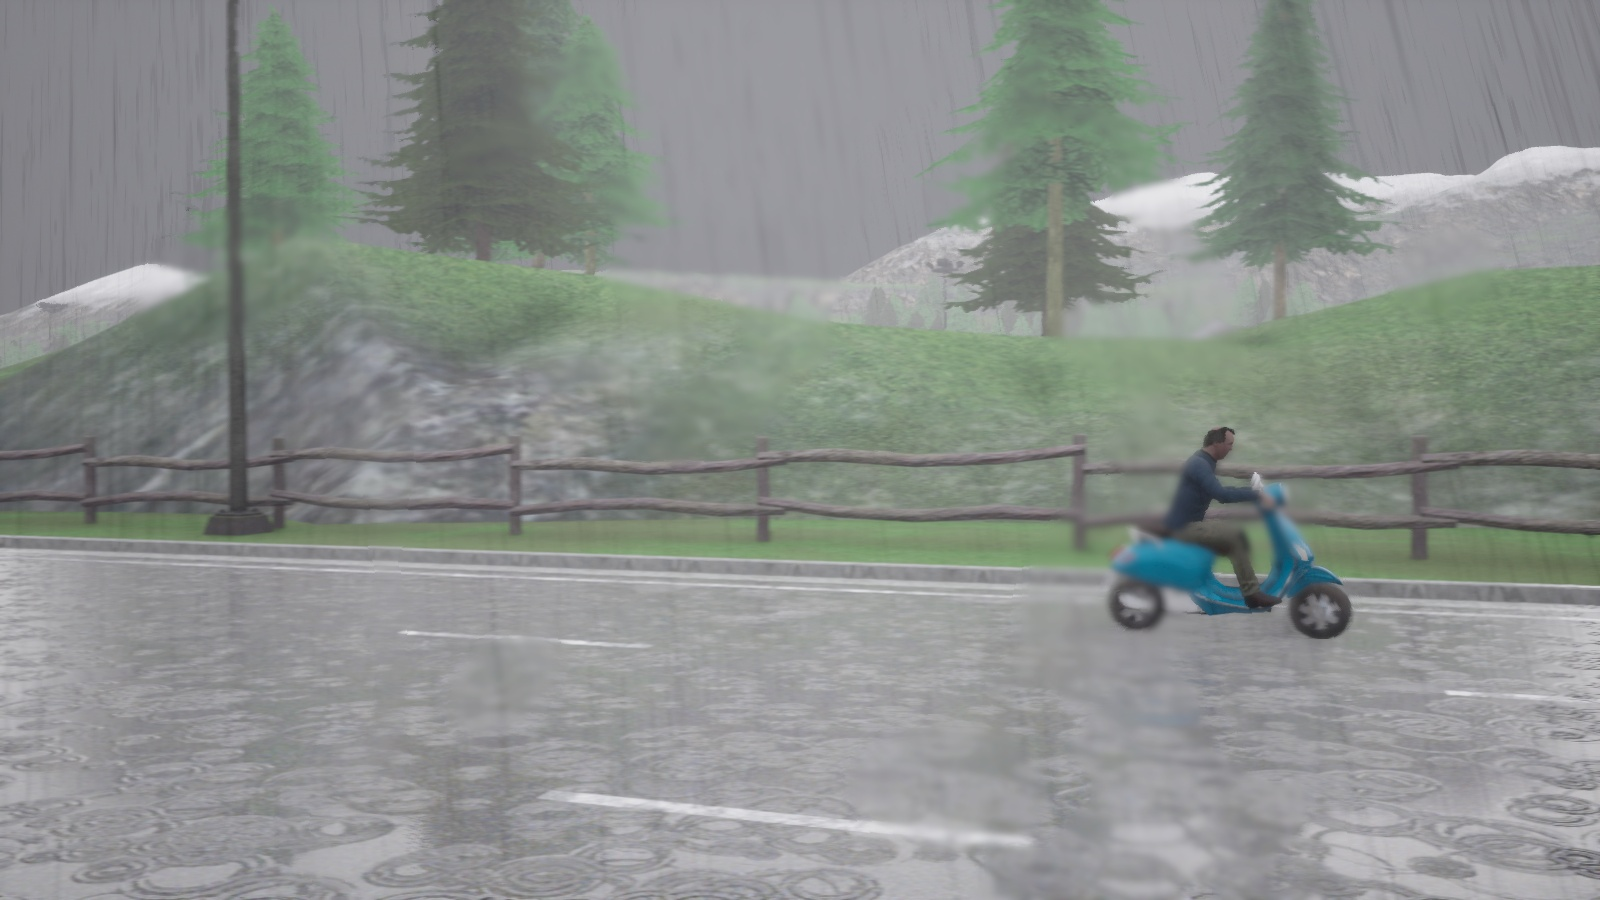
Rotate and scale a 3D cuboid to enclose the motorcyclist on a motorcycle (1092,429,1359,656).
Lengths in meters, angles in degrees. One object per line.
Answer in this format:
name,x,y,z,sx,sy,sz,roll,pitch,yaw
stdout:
motorcyclist on a motorcycle,3.185,0.639,9.505,1.817,1.590,0.866,1,1,19
